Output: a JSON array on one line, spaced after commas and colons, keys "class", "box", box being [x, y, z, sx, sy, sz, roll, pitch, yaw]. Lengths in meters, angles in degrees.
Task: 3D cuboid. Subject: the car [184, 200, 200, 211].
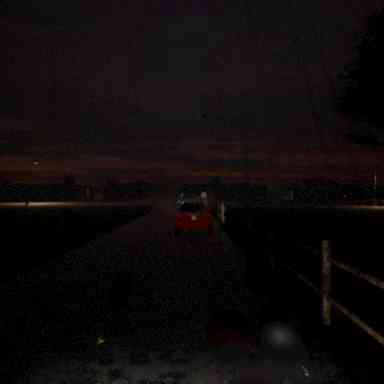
[{"class": "car", "box": [0.039, 1.688, 42.964, 1.895, 1.301, 4.718, 0, 0, 0]}]

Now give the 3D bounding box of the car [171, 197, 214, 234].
[{"class": "car", "box": [0.095, 1.360, 19.321, 2.097, 1.767, 4.553, 0, 0, 0]}]

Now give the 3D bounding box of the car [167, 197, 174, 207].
[{"class": "car", "box": [-2.765, 1.538, 52.566, 2.097, 1.767, 4.553, 0, 0, 0]}]
